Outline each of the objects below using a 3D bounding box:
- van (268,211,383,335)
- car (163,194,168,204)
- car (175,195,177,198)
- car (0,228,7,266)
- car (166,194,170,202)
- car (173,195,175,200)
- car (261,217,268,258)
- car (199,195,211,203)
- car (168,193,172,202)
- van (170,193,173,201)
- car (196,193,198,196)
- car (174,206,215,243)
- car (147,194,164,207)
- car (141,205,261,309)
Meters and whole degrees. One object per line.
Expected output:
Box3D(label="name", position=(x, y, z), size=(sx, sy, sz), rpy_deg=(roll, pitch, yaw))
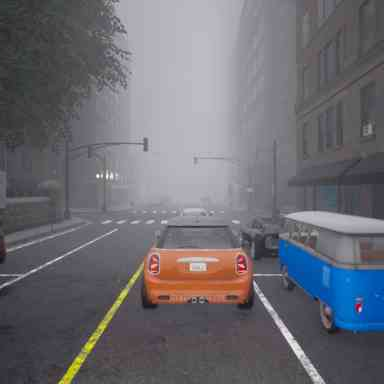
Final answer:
Box3D(label="van", position=(2.856, 1.340, 6.481), size=(1.690, 1.788, 3.998), rpy_deg=(0, 0, 0))
Box3D(label="car", position=(-5.666, 1.521, 55.580), size=(2.008, 1.369, 4.403), rpy_deg=(0, 0, 0))
Box3D(label="car", position=(-5.666, 1.289, 82.835), size=(2.192, 1.841, 5.009), rpy_deg=(0, 0, 0))
Box3D(label="car", position=(-5.668, 1.314, 6.441), size=(2.192, 1.841, 5.009), rpy_deg=(0, 0, 0))
Box3D(label="car", position=(-5.666, 1.514, 61.032), size=(1.887, 1.381, 4.507), rpy_deg=(0, 0, 0))
Box3D(label="car", position=(-5.666, 1.522, 77.384), size=(2.008, 1.369, 4.403), rpy_deg=(0, 0, 0))
Box3D(label="car", position=(2.857, 1.563, 12.141), size=(1.947, 1.339, 4.313), rpy_deg=(0, 0, 0))
Box3D(label="car", position=(2.858, 1.409, 66.518), size=(1.967, 1.590, 4.097), rpy_deg=(0, 0, 0))
Box3D(label="car", position=(-5.666, 1.514, 66.482), size=(1.887, 1.381, 4.507), rpy_deg=(0, 0, 0))
Box3D(label="van", position=(-5.666, 1.311, 71.933), size=(1.690, 1.788, 3.998), rpy_deg=(0, 0, 0))
Box3D(label="car", position=(2.860, 1.506, 93.930), size=(1.752, 1.417, 4.829), rpy_deg=(0, 0, 0))
Box3D(label="car", position=(0.102, 1.520, 17.036), size=(1.812, 1.442, 4.674), rpy_deg=(0, 0, 0))
Box3D(label="car", position=(-5.667, 1.497, 49.960), size=(1.752, 1.417, 4.829), rpy_deg=(0, 0, 0))
Box3D(label="car", position=(0.103, 1.351, 8.035), size=(2.097, 1.767, 4.553), rpy_deg=(0, 0, 0))
